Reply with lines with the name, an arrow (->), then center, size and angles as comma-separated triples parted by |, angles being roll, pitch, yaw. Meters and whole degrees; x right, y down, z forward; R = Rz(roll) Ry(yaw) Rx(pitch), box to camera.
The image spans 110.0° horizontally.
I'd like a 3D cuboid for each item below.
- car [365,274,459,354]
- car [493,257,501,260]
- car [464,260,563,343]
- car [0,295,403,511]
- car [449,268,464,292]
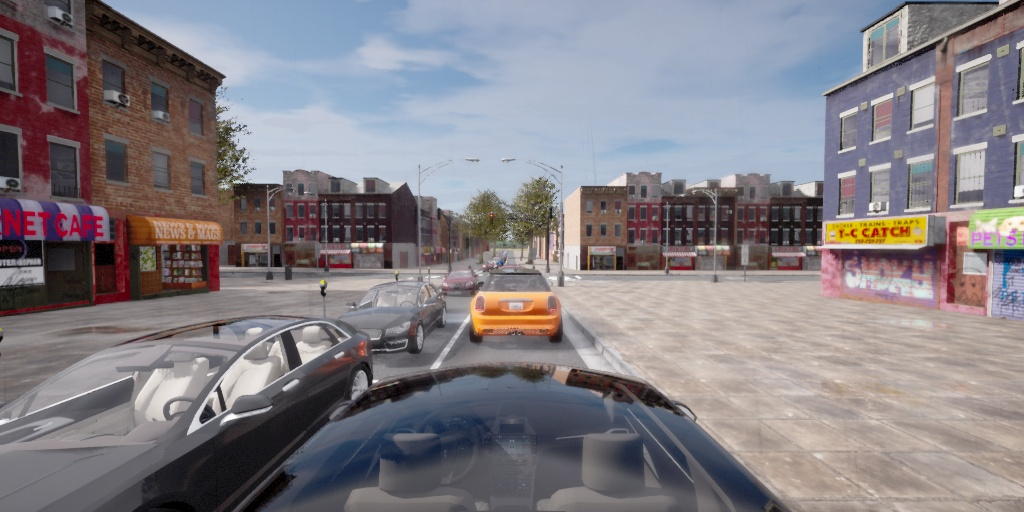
car -> -2.654, 1.299, 8.547 | 2.007, 1.370, 4.403 | 0, 0, 0
car -> -2.733, 1.245, 46.216 | 1.967, 1.591, 4.097 | 0, 0, 0
car -> 0.083, 1.101, 9.857 | 2.097, 1.767, 4.553 | 0, 0, 0
car -> -2.643, 1.300, 3.098 | 2.007, 1.370, 4.403 | 0, 0, 0
car -> -2.677, 1.336, 19.441 | 1.802, 1.307, 4.207 | 0, 0, 0
